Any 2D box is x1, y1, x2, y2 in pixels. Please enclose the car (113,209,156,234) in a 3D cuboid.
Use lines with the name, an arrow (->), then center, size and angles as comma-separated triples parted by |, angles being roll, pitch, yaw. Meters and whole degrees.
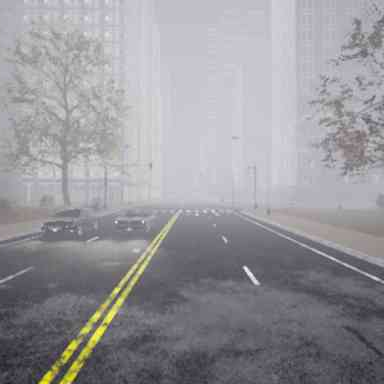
car -> -3.350, 1.706, 20.034 | 1.895, 1.301, 4.718 | 0, 0, 0

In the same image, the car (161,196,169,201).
car -> -7.417, 1.849, 91.919 | 1.837, 1.490, 4.892 | 0, 0, -1

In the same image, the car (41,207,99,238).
car -> -6.600, 1.603, 18.440 | 1.837, 1.490, 4.892 | 0, 0, 0
